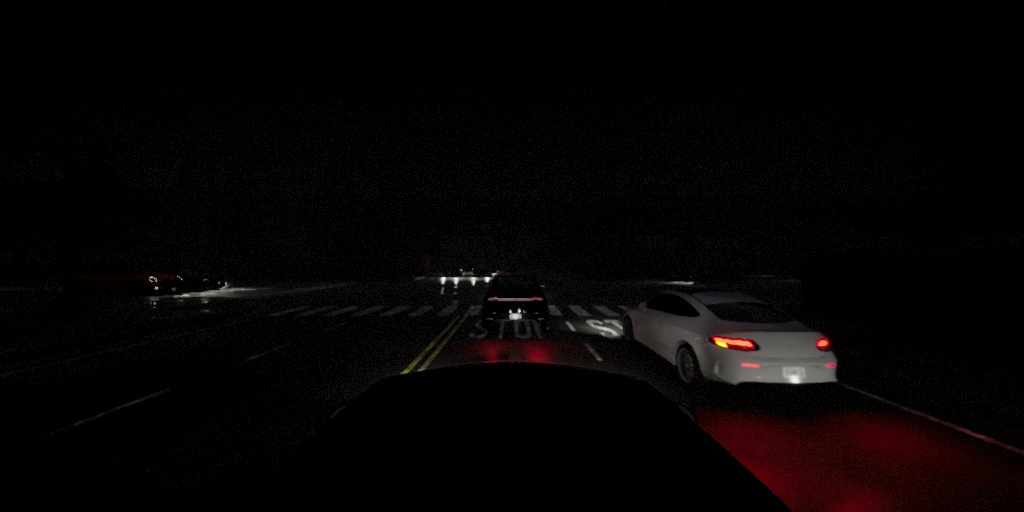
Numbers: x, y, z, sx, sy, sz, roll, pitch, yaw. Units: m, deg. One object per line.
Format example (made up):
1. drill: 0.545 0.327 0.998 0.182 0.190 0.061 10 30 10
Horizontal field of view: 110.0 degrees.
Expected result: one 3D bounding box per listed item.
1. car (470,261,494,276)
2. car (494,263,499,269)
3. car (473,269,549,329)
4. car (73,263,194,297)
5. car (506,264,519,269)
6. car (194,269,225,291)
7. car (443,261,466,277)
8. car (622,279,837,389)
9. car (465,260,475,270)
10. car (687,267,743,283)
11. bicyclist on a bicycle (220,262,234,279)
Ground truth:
1. car: -3.588 1.717 43.471 1.882 1.535 5.008 0 -1 0
2. car: -3.577 1.874 56.853 1.882 1.535 5.008 0 -1 0
3. car: 0.095 1.359 11.661 2.128 1.511 4.902 0 -1 0
4. car: -20.935 1.258 19.789 4.553 1.767 2.097 0 -1 -1
5. car: 0.094 1.897 54.753 1.812 1.442 4.674 0 -1 0
6. car: -21.383 1.473 23.294 4.674 1.442 1.812 0 -1 -1
7. car: -7.104 1.743 43.431 1.837 1.490 4.892 0 0 1
8. car: 3.588 1.336 6.861 1.812 1.442 4.674 0 -1 0
9. car: -7.074 1.642 58.923 2.150 2.045 5.566 0 -1 0
10. car: 17.242 1.598 30.594 4.181 1.385 1.994 0 -1 0
11. bicyclist on a bicycle: -27.266 1.377 34.320 0.582 1.620 1.656 0 0 0
